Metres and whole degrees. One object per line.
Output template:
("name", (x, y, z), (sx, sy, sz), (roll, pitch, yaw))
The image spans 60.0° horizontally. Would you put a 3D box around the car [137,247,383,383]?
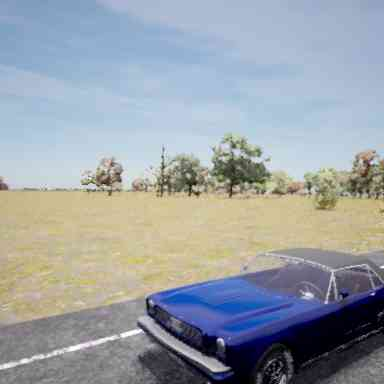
("car", (1.615, 1.623, 5.130), (4.718, 1.301, 1.895), (0, 0, -35))
